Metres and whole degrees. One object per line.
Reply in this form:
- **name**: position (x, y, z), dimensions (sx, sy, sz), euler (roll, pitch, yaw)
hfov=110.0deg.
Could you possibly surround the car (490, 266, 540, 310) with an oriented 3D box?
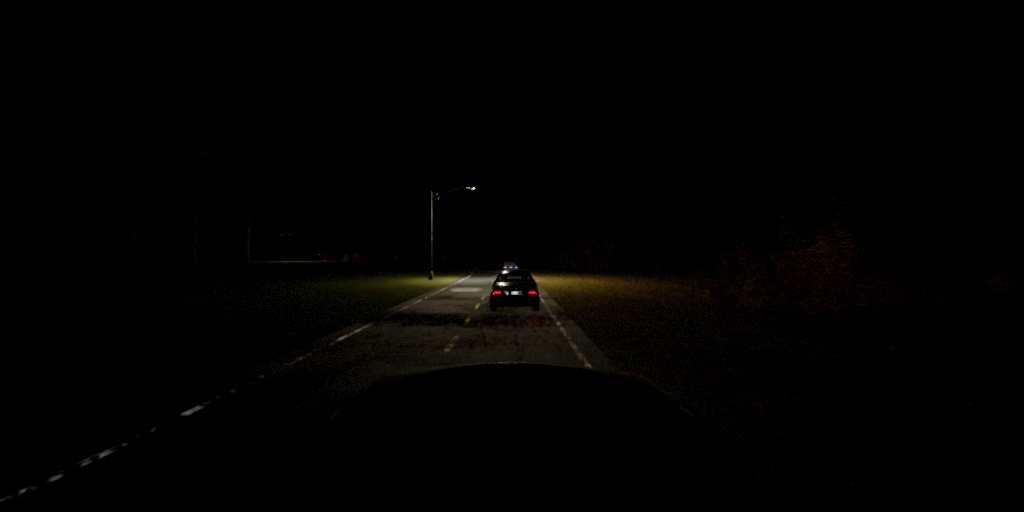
- **car**: position (0.098, 1.299, 14.621), dimensions (2.033, 1.411, 5.357), euler (0, 0, 0)

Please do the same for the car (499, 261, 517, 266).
- **car**: position (-0.408, 1.283, 40.881), dimensions (2.033, 1.411, 5.357), euler (0, 0, -6)
